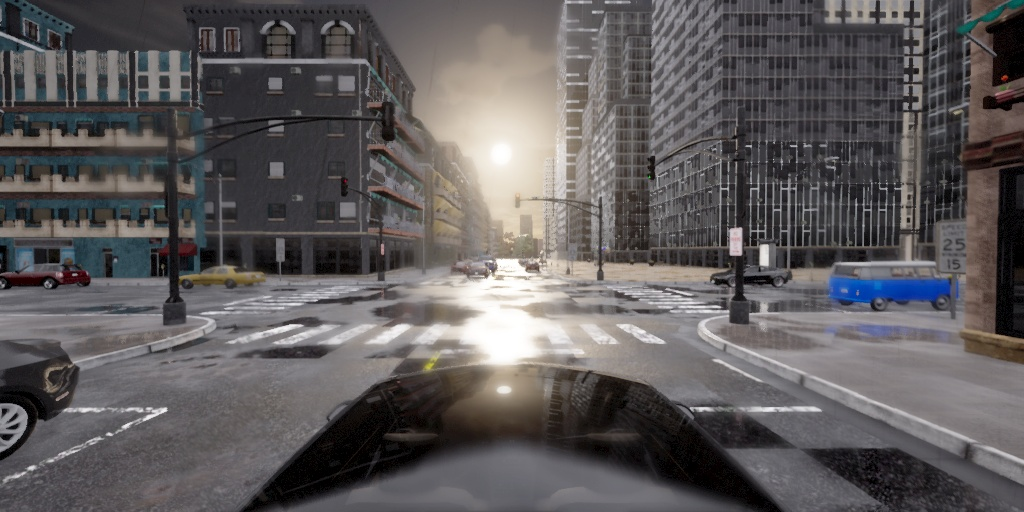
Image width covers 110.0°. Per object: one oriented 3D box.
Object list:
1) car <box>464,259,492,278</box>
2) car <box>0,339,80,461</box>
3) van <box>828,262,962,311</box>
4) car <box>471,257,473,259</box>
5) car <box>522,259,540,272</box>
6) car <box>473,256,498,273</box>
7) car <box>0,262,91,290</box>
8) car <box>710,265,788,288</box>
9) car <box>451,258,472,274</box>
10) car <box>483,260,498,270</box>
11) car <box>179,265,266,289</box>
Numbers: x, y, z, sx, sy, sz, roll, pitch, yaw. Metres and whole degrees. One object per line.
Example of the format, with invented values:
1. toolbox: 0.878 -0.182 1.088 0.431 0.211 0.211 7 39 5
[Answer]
1. car: -3.160 1.263 34.182 1.812 1.442 4.674 0 0 0
2. car: -5.691 1.300 2.140 2.007 1.370 4.403 0 0 0
3. van: 14.667 1.114 13.835 3.998 1.789 1.690 0 0 0
4. car: -5.775 1.174 45.855 1.967 1.591 4.097 0 0 0
5. car: 2.572 1.279 45.929 1.888 1.381 4.507 0 0 0
6. car: -3.175 0.956 44.088 2.150 2.045 5.566 0 0 0
7. car: -28.819 1.185 22.061 4.097 1.591 1.967 0 0 0
8. car: 14.637 1.211 22.215 4.313 1.339 1.948 0 0 0
9. car: -5.764 1.280 40.206 1.888 1.381 4.507 0 0 0
10. car: -3.184 1.297 54.062 1.994 1.385 4.181 0 0 0
11. car: -17.921 1.242 22.100 4.829 1.417 1.751 0 0 0
